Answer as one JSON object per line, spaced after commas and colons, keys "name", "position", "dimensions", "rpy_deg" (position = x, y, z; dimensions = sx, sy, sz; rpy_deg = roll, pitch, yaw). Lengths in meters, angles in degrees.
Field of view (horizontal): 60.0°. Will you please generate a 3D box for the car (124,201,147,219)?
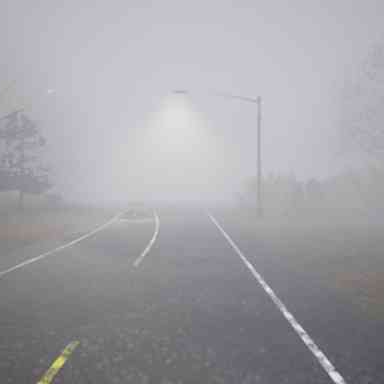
{"name": "car", "position": [-4.974, 1.508, 29.491], "dimensions": [1.812, 1.442, 4.674], "rpy_deg": [0, 0, -7]}
